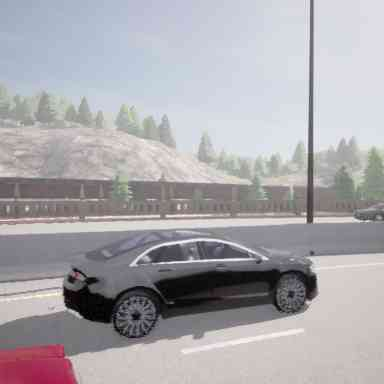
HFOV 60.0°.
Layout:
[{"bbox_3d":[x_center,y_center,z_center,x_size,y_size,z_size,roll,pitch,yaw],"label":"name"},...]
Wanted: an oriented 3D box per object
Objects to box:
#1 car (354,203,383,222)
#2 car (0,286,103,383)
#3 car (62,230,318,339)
[{"bbox_3d":[14.722,1.549,25.026,4.892,1.490,1.837,0,0,-9],"label":"car"},{"bbox_3d":[-2.820,1.599,1.433,4.718,1.301,1.895,0,0,-24],"label":"car"},{"bbox_3d":[0.129,1.492,6.391,4.902,1.511,2.128,0,0,-21],"label":"car"}]
